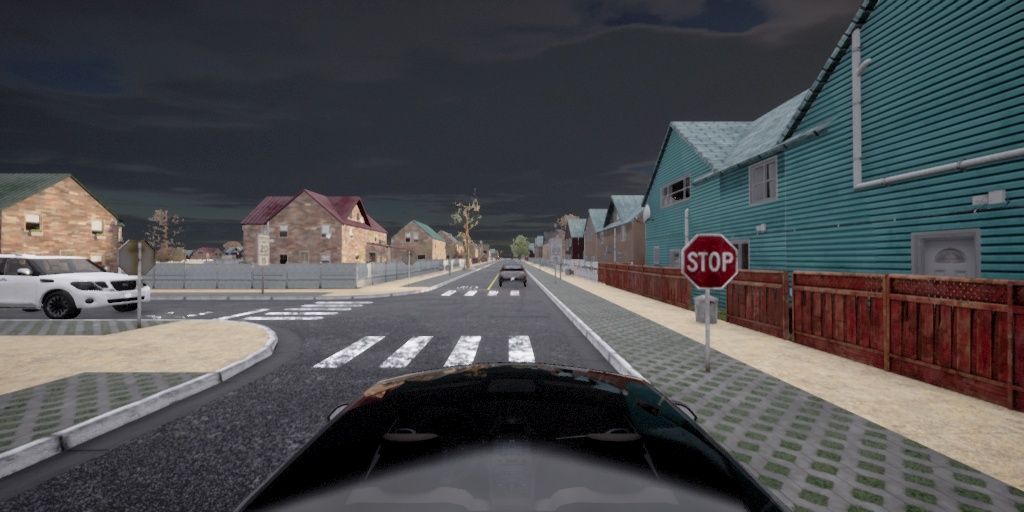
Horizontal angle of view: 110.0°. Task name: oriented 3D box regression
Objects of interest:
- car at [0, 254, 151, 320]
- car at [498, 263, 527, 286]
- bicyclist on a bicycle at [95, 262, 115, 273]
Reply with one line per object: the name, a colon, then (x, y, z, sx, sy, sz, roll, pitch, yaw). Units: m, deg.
car: (-15.526, 0.953, 11.902, 5.566, 2.045, 2.150, 0, -1, -1)
car: (0.047, 1.246, 25.212, 2.128, 1.511, 4.902, 0, 0, 0)
bicyclist on a bicycle: (-20.248, 1.096, 17.717, 0.582, 1.620, 1.656, 0, 0, -1)
